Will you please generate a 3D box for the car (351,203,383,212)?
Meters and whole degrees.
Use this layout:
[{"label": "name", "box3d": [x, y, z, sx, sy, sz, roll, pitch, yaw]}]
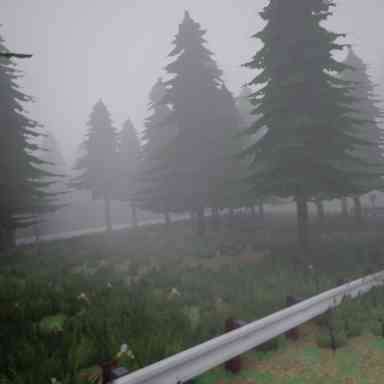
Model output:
[{"label": "car", "box3d": [19.755, 2.013, 36.990, 2.128, 1.511, 4.902, -4, -1, -9]}]
